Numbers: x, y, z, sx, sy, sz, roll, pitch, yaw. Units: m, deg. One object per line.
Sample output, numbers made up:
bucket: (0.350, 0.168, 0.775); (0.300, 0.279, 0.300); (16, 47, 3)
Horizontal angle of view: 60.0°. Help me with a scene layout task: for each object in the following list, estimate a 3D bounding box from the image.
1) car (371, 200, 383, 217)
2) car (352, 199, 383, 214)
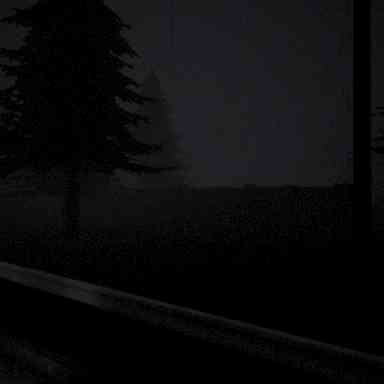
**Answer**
car: (15.754, 1.456, 27.873); (2.128, 1.511, 4.902); (0, 0, -25)
car: (20.021, 1.503, 35.232); (2.033, 1.411, 5.357); (0, 0, -25)
